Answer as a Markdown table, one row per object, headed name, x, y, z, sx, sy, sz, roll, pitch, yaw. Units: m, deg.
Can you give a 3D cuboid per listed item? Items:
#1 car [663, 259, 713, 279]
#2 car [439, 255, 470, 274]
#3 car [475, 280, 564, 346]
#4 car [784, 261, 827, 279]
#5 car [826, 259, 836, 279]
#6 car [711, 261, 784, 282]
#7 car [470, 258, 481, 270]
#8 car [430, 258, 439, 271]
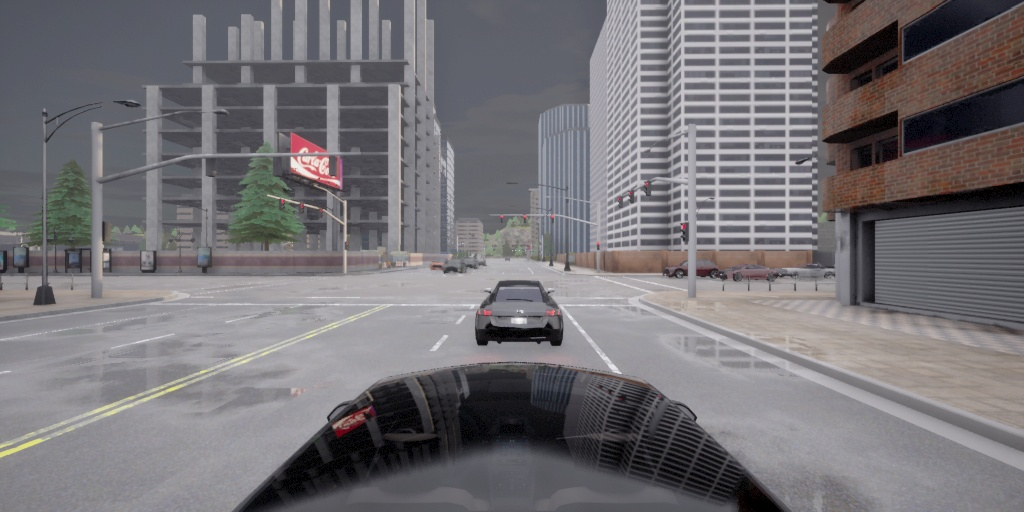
| name | x | y | z | sx | sy | sz | roll | pitch | yaw |
| --- | --- | --- | --- | --- | --- | --- | --- | --- | --- |
| car | 16.083 | 1.102 | 32.345 | 4.553 | 1.767 | 2.097 | 0 | 0 | 1 |
| car | -6.423 | 1.102 | 40.464 | 2.097 | 1.767 | 4.553 | 0 | 0 | 1 |
| car | 0.193 | 1.314 | 9.444 | 1.994 | 1.385 | 4.181 | 0 | 0 | 1 |
| car | 26.297 | 1.351 | 32.206 | 4.718 | 1.301 | 1.895 | 0 | 0 | 1 |
| car | 28.693 | 1.227 | 28.667 | 5.008 | 1.535 | 1.882 | 0 | 0 | 1 |
| car | 18.807 | 1.314 | 28.809 | 4.181 | 1.385 | 1.994 | 0 | 0 | 1 |
| car | -6.195 | 1.101 | 52.730 | 2.097 | 1.767 | 4.553 | 0 | 0 | 1 |
| car | -9.766 | 1.102 | 49.017 | 2.097 | 1.767 | 4.553 | 0 | 0 | 1 |
